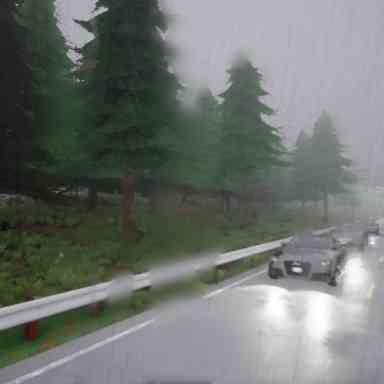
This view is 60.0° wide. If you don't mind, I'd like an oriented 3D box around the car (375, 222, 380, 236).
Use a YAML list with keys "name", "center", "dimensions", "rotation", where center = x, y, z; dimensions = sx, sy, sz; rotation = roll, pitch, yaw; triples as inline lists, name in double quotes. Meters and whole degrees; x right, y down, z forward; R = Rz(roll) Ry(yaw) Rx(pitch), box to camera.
- name: "car"
  center: [16.315, 3.312, 30.968]
  dimensions: [1.994, 1.385, 4.181]
  rotation: [-1, -3, 32]

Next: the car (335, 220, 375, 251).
- name: "car"
  center: [9.576, 2.615, 20.178]
  dimensions: [2.128, 1.511, 4.902]
  rotation: [-1, -3, 32]

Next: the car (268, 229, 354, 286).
- name: "car"
  center: [4.119, 2.179, 11.411]
  dimensions: [1.994, 1.385, 4.181]
  rotation: [-1, -4, 32]
